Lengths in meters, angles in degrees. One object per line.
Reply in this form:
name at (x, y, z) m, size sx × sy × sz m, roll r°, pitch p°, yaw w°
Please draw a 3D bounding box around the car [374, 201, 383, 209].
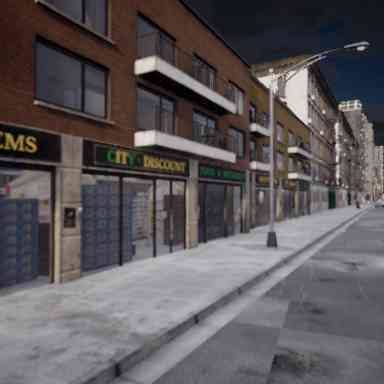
car at (34.305, 2.325, 60.523) m, size 1.812 × 1.442 × 4.674 m, roll -1°, pitch -1°, yaw 30°
